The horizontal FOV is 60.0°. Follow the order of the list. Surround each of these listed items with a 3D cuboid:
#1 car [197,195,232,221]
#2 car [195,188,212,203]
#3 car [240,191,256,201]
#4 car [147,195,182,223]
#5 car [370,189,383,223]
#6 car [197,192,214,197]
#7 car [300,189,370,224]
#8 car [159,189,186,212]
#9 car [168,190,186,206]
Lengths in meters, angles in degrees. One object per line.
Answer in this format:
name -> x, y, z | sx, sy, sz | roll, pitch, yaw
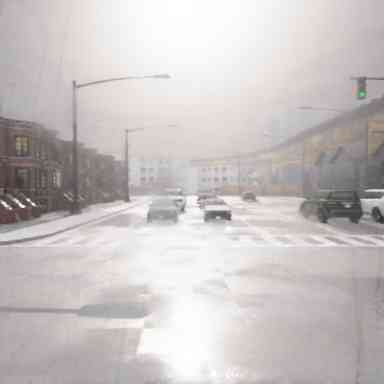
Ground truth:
car -> 1.629, 1.172, 23.494 | 2.033, 1.411, 5.357 | 0, 1, 0
car -> 1.644, 0.537, 43.380 | 2.150, 2.045, 5.566 | 0, 1, 0
car -> 8.660, 0.663, 51.807 | 1.837, 1.490, 4.892 | 0, 1, -2
car -> -1.864, 1.183, 22.263 | 1.812, 1.442, 4.674 | 0, 1, 0
car -> 12.324, 0.829, 21.848 | 2.150, 2.045, 5.566 | 0, 1, 0
car -> 1.663, 1.006, 32.771 | 1.812, 1.442, 4.674 | 0, 1, 0
car -> 8.813, 0.848, 21.508 | 2.150, 2.045, 5.566 | 0, 1, 0
car -> -1.840, 0.729, 31.924 | 2.150, 2.045, 5.566 | 0, 1, 0
car -> -1.851, 0.703, 42.010 | 2.097, 1.767, 4.553 | 0, 1, 0
